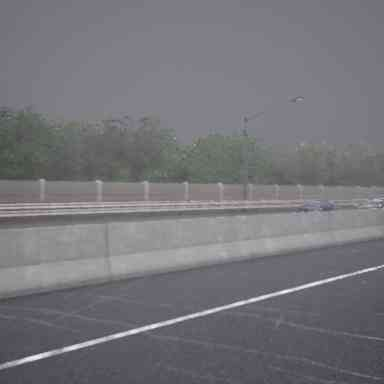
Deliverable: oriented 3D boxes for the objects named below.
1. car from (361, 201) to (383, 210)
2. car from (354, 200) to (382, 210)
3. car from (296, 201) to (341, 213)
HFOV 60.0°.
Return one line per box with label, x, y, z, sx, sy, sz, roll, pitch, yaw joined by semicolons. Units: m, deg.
car;16.827;1.656;28.367;4.718;1.301;1.895;0;0;-34
car;18.340;1.577;33.589;4.892;1.490;1.837;0;0;-34
car;13.196;1.595;34.363;5.357;1.411;2.033;0;0;-34
